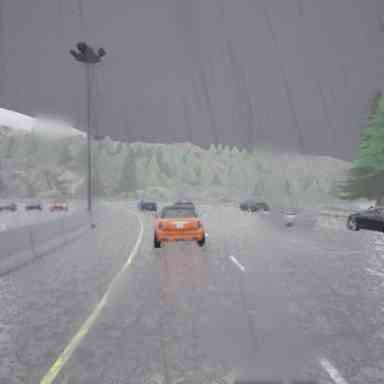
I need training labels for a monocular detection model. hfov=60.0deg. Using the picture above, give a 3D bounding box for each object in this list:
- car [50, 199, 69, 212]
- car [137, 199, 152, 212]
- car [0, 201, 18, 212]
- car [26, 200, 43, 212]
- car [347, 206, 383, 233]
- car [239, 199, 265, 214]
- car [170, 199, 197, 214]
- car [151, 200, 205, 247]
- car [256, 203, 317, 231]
[{"bbox_3d":[-17.712,1.701,44.576,2.097,1.767,4.553,-1,0,-18],"label":"car"},{"bbox_3d":[-5.835,1.677,42.780,1.882,1.535,5.008,0,0,-17],"label":"car"},{"bbox_3d":[-25.729,1.979,46.523,1.812,1.442,4.674,-1,0,-19],"label":"car"},{"bbox_3d":[-22.140,1.886,46.841,1.882,1.535,5.008,-1,0,-19],"label":"car"},{"bbox_3d":[9.790,1.424,16.706,2.128,1.511,4.902,0,0,-7],"label":"car"},{"bbox_3d":[6.613,1.534,36.198,1.837,1.490,4.892,0,0,-13],"label":"car"},{"bbox_3d":[-1.071,1.620,38.310,2.128,1.511,4.902,0,0,-15],"label":"car"},{"bbox_3d":[-0.717,1.407,15.631,2.097,1.767,4.553,-1,0,-6],"label":"car"},{"bbox_3d":[5.848,1.593,20.817,1.895,1.301,4.718,-1,0,-7],"label":"car"}]
